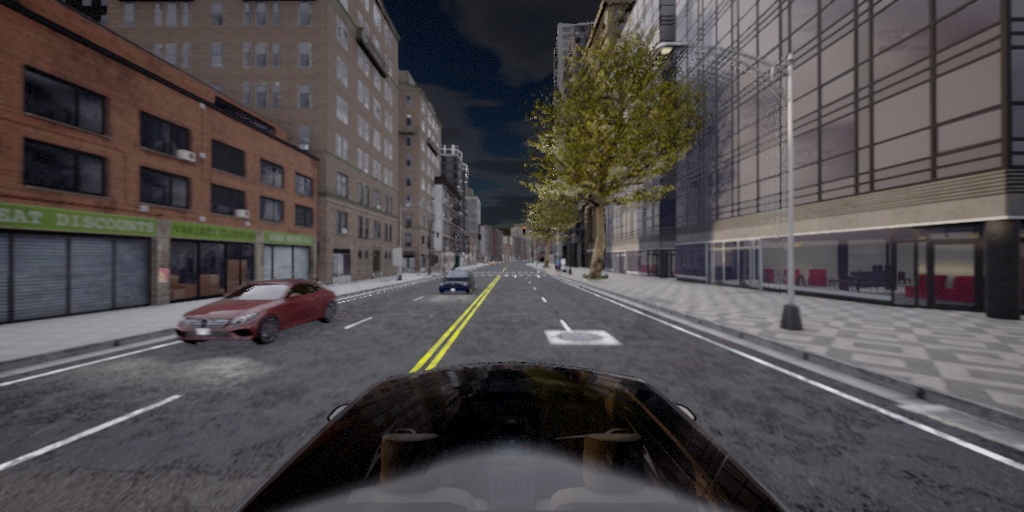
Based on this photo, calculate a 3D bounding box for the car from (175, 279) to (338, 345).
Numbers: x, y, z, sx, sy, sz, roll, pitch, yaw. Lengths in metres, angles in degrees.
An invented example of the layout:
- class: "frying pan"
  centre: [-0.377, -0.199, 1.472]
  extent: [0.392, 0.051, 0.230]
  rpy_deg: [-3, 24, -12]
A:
- class: "car"
  centre: [-6.602, 1.386, 9.992]
  extent: [1.812, 1.442, 4.674]
  rpy_deg: [0, -1, 0]

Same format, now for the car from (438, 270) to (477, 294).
- class: "car"
  centre: [-3.354, 1.578, 23.004]
  extent: [2.033, 1.411, 5.357]
  rpy_deg: [0, -1, 0]
